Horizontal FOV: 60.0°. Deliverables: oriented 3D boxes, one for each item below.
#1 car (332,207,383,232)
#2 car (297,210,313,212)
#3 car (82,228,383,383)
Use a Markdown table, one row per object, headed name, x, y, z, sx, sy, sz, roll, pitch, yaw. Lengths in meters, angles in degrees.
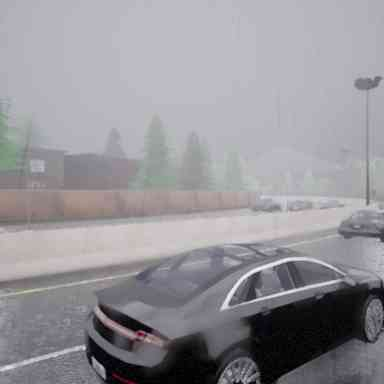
| name | x | y | z | sx | sy | sz | roll | pitch | yaw |
| --- | --- | --- | --- | --- | --- | --- | --- | --- | --- |
| car | 9.089 | 1.587 | 16.552 | 2.033 | 1.411 | 5.357 | 0 | 0 | 45 |
| car | 12.531 | 1.597 | 37.772 | 2.128 | 1.511 | 4.902 | 0 | 0 | 33 |
| car | 0.995 | 1.507 | 4.757 | 4.902 | 1.511 | 2.128 | 0 | 0 | -38 |
